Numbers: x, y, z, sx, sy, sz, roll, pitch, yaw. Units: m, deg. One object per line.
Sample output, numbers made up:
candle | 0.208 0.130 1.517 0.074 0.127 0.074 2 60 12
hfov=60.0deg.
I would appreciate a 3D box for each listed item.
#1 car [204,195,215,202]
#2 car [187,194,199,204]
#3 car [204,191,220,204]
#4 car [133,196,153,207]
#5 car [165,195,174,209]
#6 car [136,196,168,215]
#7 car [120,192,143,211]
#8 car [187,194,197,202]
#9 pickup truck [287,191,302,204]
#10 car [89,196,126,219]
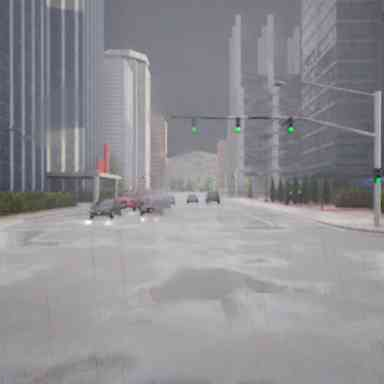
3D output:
car | 3.493 1.229 67.161 1.895 1.301 4.718 0 0 0
car | 0.104 1.248 57.071 1.994 1.385 4.181 0 0 -1
car | 3.594 0.909 56.496 2.150 2.045 5.566 0 0 0
car | -7.078 1.280 48.317 2.033 1.411 5.357 0 0 0
car | -3.577 1.375 40.761 1.895 1.301 4.718 0 0 0
car | -3.584 1.393 30.754 1.994 1.385 4.181 0 0 0
car | -7.083 1.013 37.654 2.150 2.045 5.566 0 0 1
car | -0.006 1.125 67.523 2.128 1.511 4.902 0 0 0
pickup truck | 16.616 0.767 52.599 2.390 2.098 6.274 0 0 31
car | -7.092 1.351 27.719 1.837 1.490 4.892 0 0 0
